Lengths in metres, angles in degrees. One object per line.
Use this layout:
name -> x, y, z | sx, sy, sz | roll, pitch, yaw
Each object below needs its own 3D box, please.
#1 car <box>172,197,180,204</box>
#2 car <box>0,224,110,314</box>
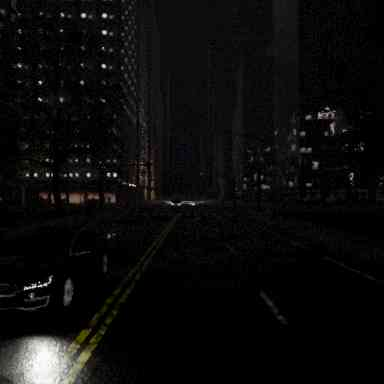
car -> -4.127, 2.189, 86.831 | 2.097, 1.767, 4.553 | 0, -1, -1
car -> -3.351, 1.592, 8.058 | 1.837, 1.490, 4.892 | 0, -1, 0
